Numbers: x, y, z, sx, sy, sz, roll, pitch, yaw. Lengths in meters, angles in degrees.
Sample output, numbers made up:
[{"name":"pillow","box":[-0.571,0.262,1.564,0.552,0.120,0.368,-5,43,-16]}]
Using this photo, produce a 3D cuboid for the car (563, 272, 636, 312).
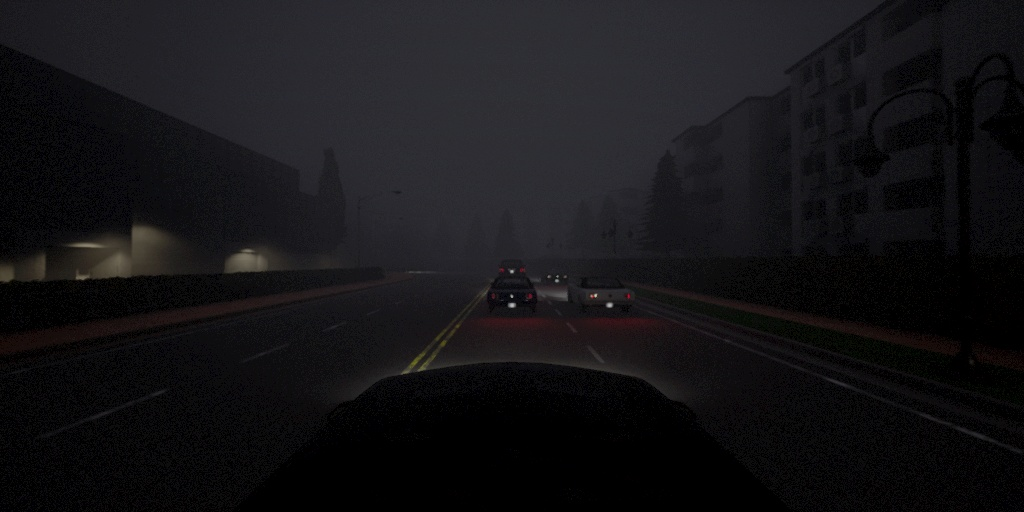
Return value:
[{"name":"car","box":[3.518,1.498,15.074,1.895,1.301,4.718,0,-1,0]}]

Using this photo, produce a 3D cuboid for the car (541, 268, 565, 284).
[{"name":"car","box":[3.471,1.664,30.071,1.895,1.301,4.718,0,-1,-1]}]

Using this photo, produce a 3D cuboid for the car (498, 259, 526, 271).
[{"name":"car","box":[-0.003,1.281,29.428,2.150,2.045,5.566,0,0,0]}]

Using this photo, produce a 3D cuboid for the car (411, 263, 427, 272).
[{"name":"car","box":[-16.358,1.972,61.476,1.994,1.385,4.181,1,-1,-44]}]

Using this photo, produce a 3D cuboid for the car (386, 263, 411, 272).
[{"name":"car","box":[-19.050,1.909,59.158,4.674,1.442,1.812,-1,-1,44]}]

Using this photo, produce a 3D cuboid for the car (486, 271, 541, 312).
[{"name":"car","box":[0.018,1.499,15.074,1.895,1.301,4.718,0,-1,0]}]
